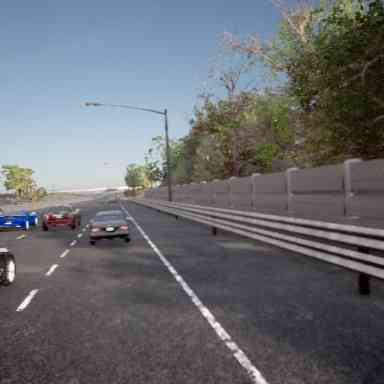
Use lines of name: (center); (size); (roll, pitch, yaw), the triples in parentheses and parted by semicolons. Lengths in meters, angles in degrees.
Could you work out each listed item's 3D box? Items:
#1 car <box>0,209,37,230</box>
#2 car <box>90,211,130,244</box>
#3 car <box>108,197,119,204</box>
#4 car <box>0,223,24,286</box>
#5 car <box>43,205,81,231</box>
car: (-13.270, 2.034, 25.413); (1.882, 1.535, 5.008); (-3, 0, -13)
car: (-4.133, 1.678, 16.837); (2.033, 1.411, 5.357); (-3, 0, -13)
car: (-20.062, 2.250, 83.668); (1.812, 1.442, 4.674); (-3, 0, -13)
car: (-5.319, 1.740, 7.130); (1.837, 1.490, 4.892); (-3, 0, -13)
car: (-9.439, 1.718, 24.381); (2.097, 1.767, 4.553); (-3, 0, -13)
